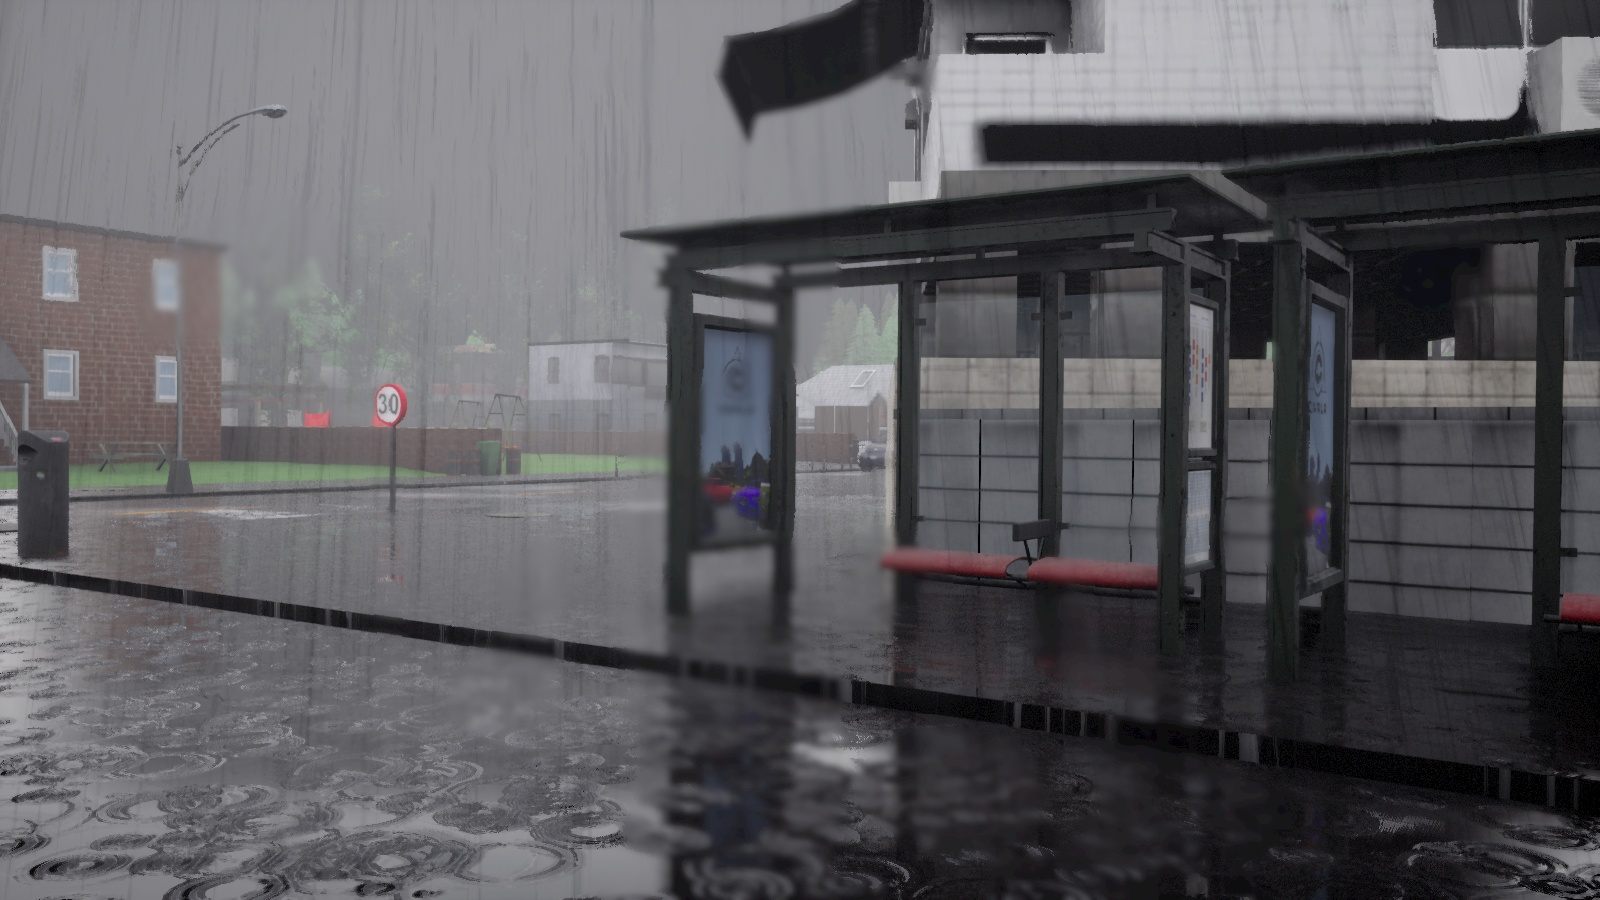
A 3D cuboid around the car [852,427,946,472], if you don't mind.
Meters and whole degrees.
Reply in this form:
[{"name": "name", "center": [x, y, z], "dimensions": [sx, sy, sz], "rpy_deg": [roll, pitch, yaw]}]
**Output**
[{"name": "car", "center": [3.810, -0.058, 47.832], "dimensions": [1.851, 1.617, 3.988], "rpy_deg": [0, 1, 34]}]
